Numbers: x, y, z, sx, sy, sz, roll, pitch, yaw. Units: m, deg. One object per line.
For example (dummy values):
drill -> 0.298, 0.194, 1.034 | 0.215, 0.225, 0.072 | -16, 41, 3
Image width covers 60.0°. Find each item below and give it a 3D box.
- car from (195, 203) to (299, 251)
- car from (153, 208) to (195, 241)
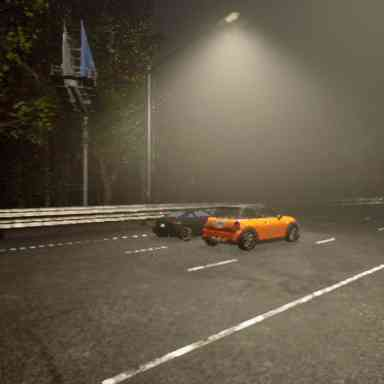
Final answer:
car -> 2.618, 1.305, 14.095 | 4.553, 1.767, 2.097 | 0, 0, -42
car -> 0.137, 1.508, 16.571 | 4.181, 1.385, 1.994 | 0, 0, -42
